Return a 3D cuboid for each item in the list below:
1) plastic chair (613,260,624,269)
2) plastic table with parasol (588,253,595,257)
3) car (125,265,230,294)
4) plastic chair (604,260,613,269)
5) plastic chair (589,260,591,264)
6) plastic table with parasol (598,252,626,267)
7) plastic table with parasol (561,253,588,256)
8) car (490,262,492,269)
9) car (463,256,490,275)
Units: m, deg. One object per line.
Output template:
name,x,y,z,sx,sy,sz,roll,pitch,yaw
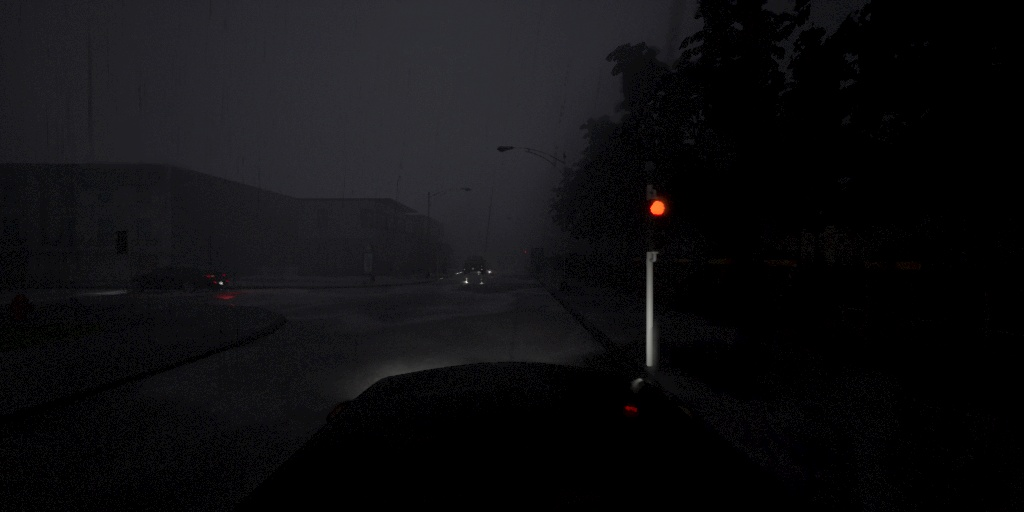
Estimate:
plastic chair,16.070,1.296,54.116,0.750,1.272,0.730,0,0,-40
plastic table with parasol,14.722,0.673,63.330,2.482,2.480,2.482,0,0,-42
car,-18.561,1.255,19.969,4.892,1.490,1.837,0,0,1
plastic chair,14.364,1.306,54.214,0.730,1.272,0.750,0,0,-35
plastic chair,13.770,1.304,62.443,0.730,1.272,0.750,0,0,-35
plastic table with parasol,15.338,0.694,55.115,2.482,2.480,2.482,0,0,-40
plastic table with parasol,10.021,0.684,57.859,2.482,2.480,2.482,0,0,-40
car,-4.047,1.351,53.171,1.895,1.301,4.718,0,0,0
car,-4.067,0.971,40.176,2.150,2.045,5.566,0,0,0
